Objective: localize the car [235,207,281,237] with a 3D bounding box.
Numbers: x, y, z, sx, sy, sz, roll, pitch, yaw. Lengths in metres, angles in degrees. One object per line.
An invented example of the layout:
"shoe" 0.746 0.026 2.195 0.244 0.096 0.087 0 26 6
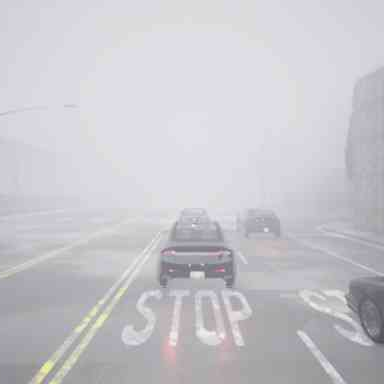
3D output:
"car" 3.632 1.616 18.699 1.837 1.490 4.892 0 0 0

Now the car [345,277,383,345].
"car" 3.604 1.568 3.395 2.033 1.411 5.357 0 0 0

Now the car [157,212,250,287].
"car" 0.116 1.549 9.489 2.128 1.511 4.902 0 0 0

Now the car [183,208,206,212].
"car" 0.137 1.734 22.491 1.895 1.301 4.718 0 0 0
